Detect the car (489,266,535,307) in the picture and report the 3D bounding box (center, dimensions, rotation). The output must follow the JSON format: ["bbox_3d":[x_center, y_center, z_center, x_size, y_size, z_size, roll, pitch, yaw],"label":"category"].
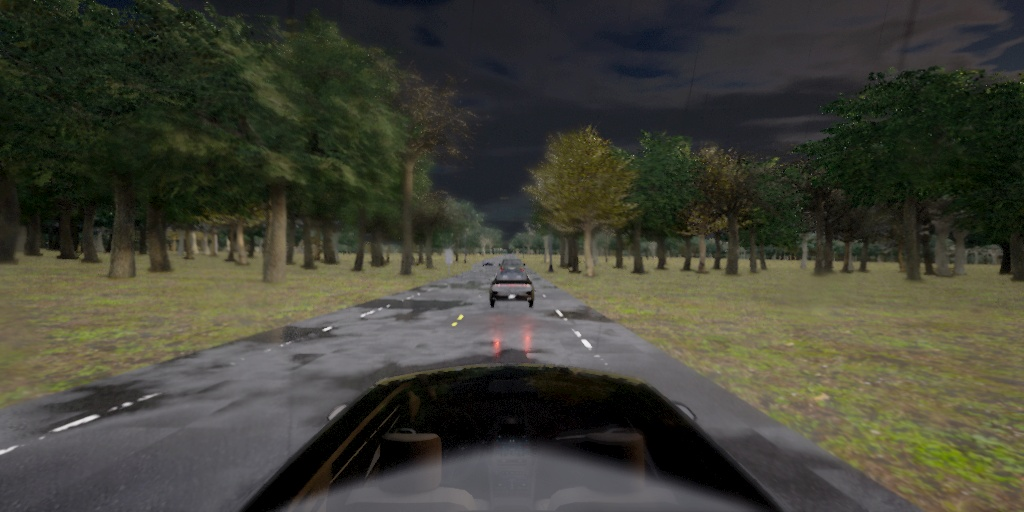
[{"bbox_3d":[-0.001,1.371,16.148,2.128,1.511,4.902,0,0,0],"label":"car"}]

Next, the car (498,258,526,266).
[{"bbox_3d":[-0.007,1.213,30.871,2.150,2.045,5.566,0,0,0],"label":"car"}]
